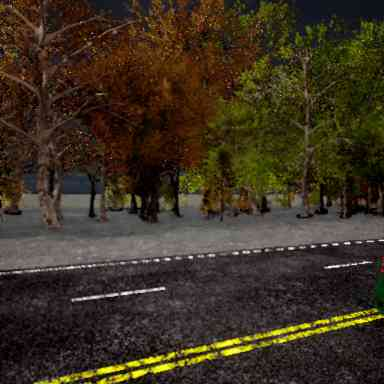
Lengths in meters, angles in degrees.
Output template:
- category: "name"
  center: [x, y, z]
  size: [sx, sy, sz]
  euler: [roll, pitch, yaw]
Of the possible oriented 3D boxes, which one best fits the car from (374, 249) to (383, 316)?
- category: "car"
  center: [5.452, 1.264, 5.300]
  size: [5.566, 2.045, 2.150]
  euler: [1, 0, -25]
